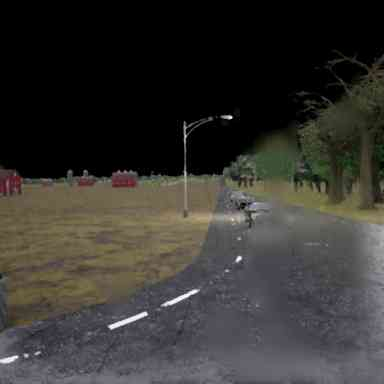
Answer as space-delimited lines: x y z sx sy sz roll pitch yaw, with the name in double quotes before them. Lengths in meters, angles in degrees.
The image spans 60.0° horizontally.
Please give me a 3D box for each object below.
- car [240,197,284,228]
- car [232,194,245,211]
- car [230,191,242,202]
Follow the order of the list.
"car" 4.218 1.287 20.169 2.033 1.411 5.357 0 1 5
"car" 5.440 1.186 33.999 1.895 1.301 4.718 0 1 5
"car" 7.141 0.679 52.417 2.097 1.767 4.553 0 1 5
